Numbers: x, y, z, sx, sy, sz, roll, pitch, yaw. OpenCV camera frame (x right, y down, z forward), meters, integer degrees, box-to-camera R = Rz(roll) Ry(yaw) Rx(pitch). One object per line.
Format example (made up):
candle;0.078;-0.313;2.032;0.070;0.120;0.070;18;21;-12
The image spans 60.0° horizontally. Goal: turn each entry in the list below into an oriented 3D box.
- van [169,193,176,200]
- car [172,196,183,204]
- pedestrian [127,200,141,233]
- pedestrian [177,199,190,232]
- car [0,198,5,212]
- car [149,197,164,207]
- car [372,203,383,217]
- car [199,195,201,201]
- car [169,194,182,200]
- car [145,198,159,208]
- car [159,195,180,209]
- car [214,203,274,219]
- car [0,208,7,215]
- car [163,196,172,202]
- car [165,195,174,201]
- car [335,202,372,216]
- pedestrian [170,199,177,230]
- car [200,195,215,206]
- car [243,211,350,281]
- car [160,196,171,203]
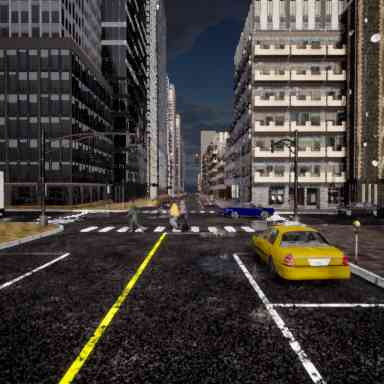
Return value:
van;-5.528;1.325;92.736;1.690;1.788;3.998;-1;0;0
car;-2.896;1.534;67.187;2.033;1.411;5.357;0;0;1
pedestrian;-3.105;1.289;17.865;0.375;1.860;0.375;-1;1;0
pedestrian;-0.474;1.289;18.456;0.375;1.860;0.375;-1;1;0
car;-21.598;1.276;33.206;4.829;1.417;1.752;0;0;1
car;-5.601;1.554;53.153;1.947;1.339;4.313;-1;0;0
car;19.496;1.620;29.989;5.008;1.535;1.882;0;1;1
car;2.843;1.425;87.065;1.967;1.590;4.097;-1;0;0
car;-2.981;1.514;55.612;1.812;1.442;4.674;0;0;0
car;-5.612;1.515;47.329;1.752;1.417;4.829;-1;0;0
car;-3.002;1.494;45.865;1.837;1.490;4.892;0;0;0
car;4.692;1.615;29.041;4.718;1.301;1.895;1;0;-20
car;-18.277;1.423;27.392;5.357;1.411;2.033;0;1;1
car;-5.557;1.568;75.771;1.802;1.307;4.206;-1;0;0
car;-5.547;1.530;81.426;1.887;1.381;4.507;-1;0;0
car;16.376;1.624;32.635;4.403;1.369;2.008;0;0;1
pedestrian;-0.974;1.289;19.058;0.375;1.860;0.375;-1;1;0
car;2.779;1.539;53.138;2.008;1.369;4.403;-1;0;0
car;2.825;1.523;9.698;1.752;1.417;4.829;-1;0;0
car;-5.568;1.531;70.117;1.887;1.381;4.507;-1;0;0
